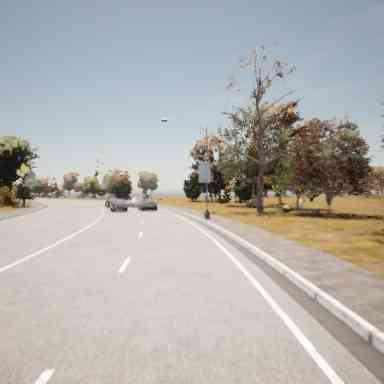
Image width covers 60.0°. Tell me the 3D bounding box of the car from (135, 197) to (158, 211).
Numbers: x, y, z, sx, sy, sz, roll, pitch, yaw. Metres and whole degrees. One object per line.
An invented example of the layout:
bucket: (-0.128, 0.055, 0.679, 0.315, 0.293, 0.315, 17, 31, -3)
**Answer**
car: (-5.451, 1.579, 41.029, 1.994, 1.385, 4.181, 0, 0, -17)

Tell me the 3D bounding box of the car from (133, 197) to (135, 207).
car: (-8.519, 1.548, 50.934, 1.812, 1.442, 4.674, 0, 0, -20)

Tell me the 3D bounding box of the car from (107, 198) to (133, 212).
car: (-8.674, 1.569, 39.545, 2.033, 1.411, 5.357, 0, 0, -17)

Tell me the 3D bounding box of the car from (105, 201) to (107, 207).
car: (-11.888, 1.575, 49.960, 2.033, 1.411, 5.357, 0, 0, -20)
